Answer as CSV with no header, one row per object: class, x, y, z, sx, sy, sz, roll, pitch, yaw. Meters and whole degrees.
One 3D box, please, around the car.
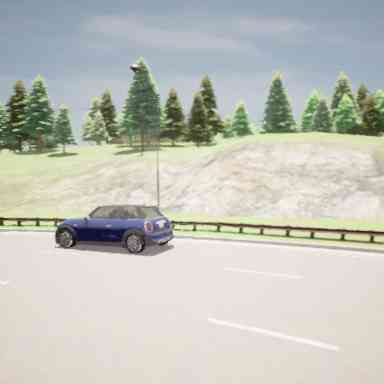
car,-3.077,1.247,12.934,4.553,1.767,2.097,0,1,23
